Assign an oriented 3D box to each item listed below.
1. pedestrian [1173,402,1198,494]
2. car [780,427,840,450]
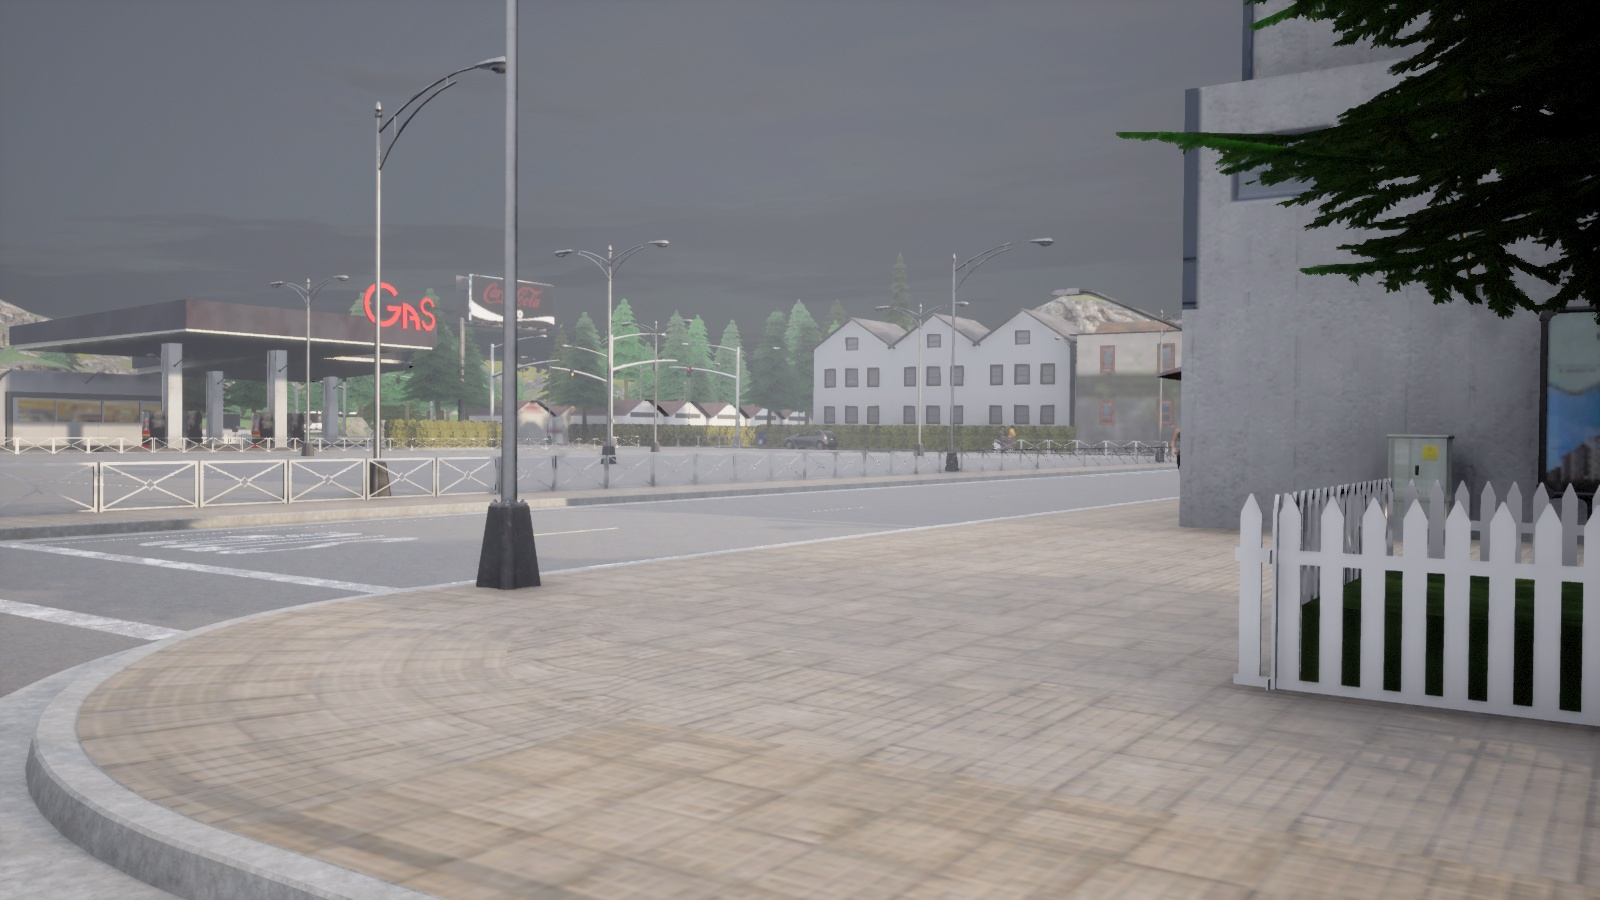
[{"bbox_3d":[7.800,-0.041,25.396,0.345,1.836,0.594,0,1,31],"label":"pedestrian"},{"bbox_3d":[0.715,-0.825,91.993,3.988,1.617,1.851,0,1,34],"label":"car"}]
